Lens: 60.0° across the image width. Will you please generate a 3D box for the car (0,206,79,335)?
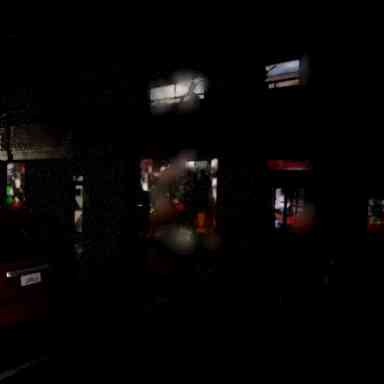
[{"bbox_3d":[-4.041,1.157,5.713,5.009,1.841,2.192,2,2,35],"label":"car"}]
